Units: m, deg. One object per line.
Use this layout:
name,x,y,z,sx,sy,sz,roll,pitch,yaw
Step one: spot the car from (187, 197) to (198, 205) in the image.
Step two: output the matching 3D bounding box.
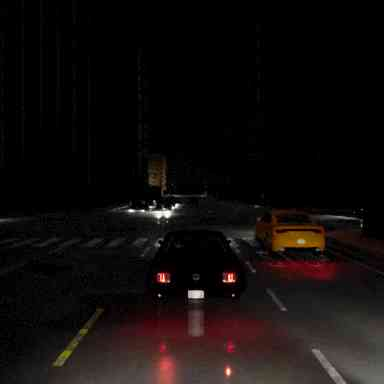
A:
car,0.123,1.547,57.364,2.033,1.411,5.357,0,0,0

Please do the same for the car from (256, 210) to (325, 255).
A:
car,3.771,1.477,13.476,1.882,1.535,5.008,0,0,4

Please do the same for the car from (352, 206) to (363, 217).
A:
car,16.266,1.470,28.578,4.674,1.442,1.812,0,0,-1

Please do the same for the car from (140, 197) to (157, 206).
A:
car,-7.063,1.547,54.450,2.033,1.411,5.357,0,0,0

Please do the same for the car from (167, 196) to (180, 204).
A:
car,-3.520,1.491,64.437,2.128,1.511,4.902,0,0,1

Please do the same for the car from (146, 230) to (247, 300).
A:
car,0.068,1.601,8.357,1.895,1.301,4.718,0,0,0

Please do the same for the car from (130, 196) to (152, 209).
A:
car,-7.065,1.352,44.977,2.097,1.767,4.553,0,0,0

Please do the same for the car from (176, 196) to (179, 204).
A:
car,-3.563,1.564,51.808,1.994,1.385,4.181,0,0,0

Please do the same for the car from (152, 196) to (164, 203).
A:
car,-6.976,1.601,68.687,1.895,1.301,4.718,0,0,0

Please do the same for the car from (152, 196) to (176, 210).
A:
car,-3.566,1.491,42.888,2.128,1.511,4.902,0,0,-1
